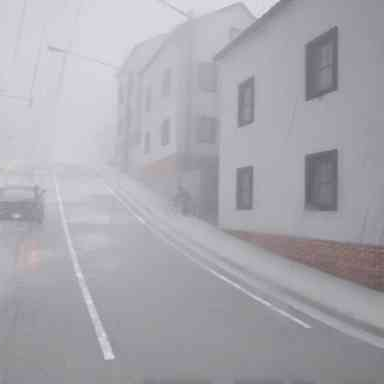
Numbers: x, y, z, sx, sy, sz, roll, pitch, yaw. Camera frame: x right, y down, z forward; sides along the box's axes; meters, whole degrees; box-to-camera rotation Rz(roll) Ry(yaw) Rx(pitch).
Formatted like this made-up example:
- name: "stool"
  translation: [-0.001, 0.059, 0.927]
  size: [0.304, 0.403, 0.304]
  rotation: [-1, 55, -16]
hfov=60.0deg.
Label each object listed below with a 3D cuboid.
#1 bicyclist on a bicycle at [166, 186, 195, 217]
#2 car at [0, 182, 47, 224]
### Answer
- name: "bicyclist on a bicycle"
  translation: [-0.530, 0.501, 17.103]
  size: [1.656, 1.620, 0.582]
  rotation: [3, 6, -23]
- name: "car"
  translation: [-7.319, 0.311, 14.256]
  size: [1.812, 1.442, 4.674]
  rotation: [3, 8, -24]
